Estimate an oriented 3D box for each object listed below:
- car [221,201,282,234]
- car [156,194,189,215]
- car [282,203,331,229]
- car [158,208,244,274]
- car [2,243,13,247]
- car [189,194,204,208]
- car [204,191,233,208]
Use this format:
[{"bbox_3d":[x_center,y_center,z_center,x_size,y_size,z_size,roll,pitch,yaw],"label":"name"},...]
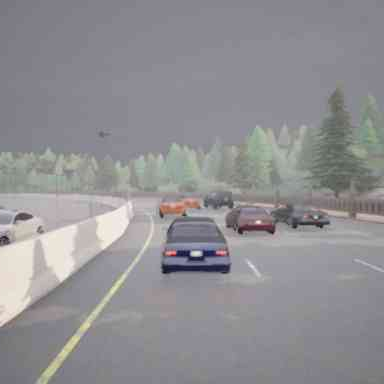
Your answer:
[{"bbox_3d":[3.059,1.418,18.153,1.994,1.385,4.181,0,0,-5],"label":"car"},{"bbox_3d":[-1.858,1.125,28.151,2.097,1.767,4.553,0,0,-10],"label":"car"},{"bbox_3d":[6.396,1.384,20.384,2.033,1.411,5.357,0,0,-6],"label":"car"},{"bbox_3d":[0.039,1.464,10.252,2.033,1.411,5.357,0,0,-1],"label":"car"},{"bbox_3d":[-7.244,1.421,12.733,1.812,1.442,4.674,0,0,-2],"label":"car"},{"bbox_3d":[-0.592,1.046,38.063,2.097,1.767,4.553,0,0,-15],"label":"car"},{"bbox_3d":[2.975,0.913,38.453,2.150,2.045,5.566,0,0,-15],"label":"car"}]
